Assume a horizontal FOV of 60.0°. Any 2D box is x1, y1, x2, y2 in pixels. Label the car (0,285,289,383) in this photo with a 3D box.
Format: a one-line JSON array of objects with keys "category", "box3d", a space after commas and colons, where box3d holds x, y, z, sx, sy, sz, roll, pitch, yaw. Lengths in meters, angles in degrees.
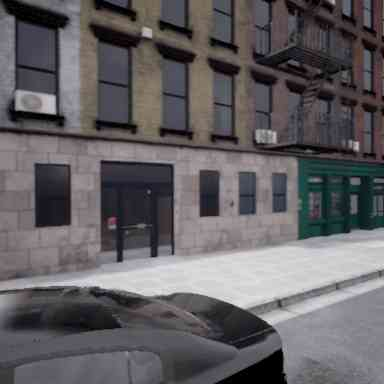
[{"category": "car", "box3d": [-1.554, 1.478, 1.963, 5.008, 1.535, 1.882, 0, 0, -35]}]
